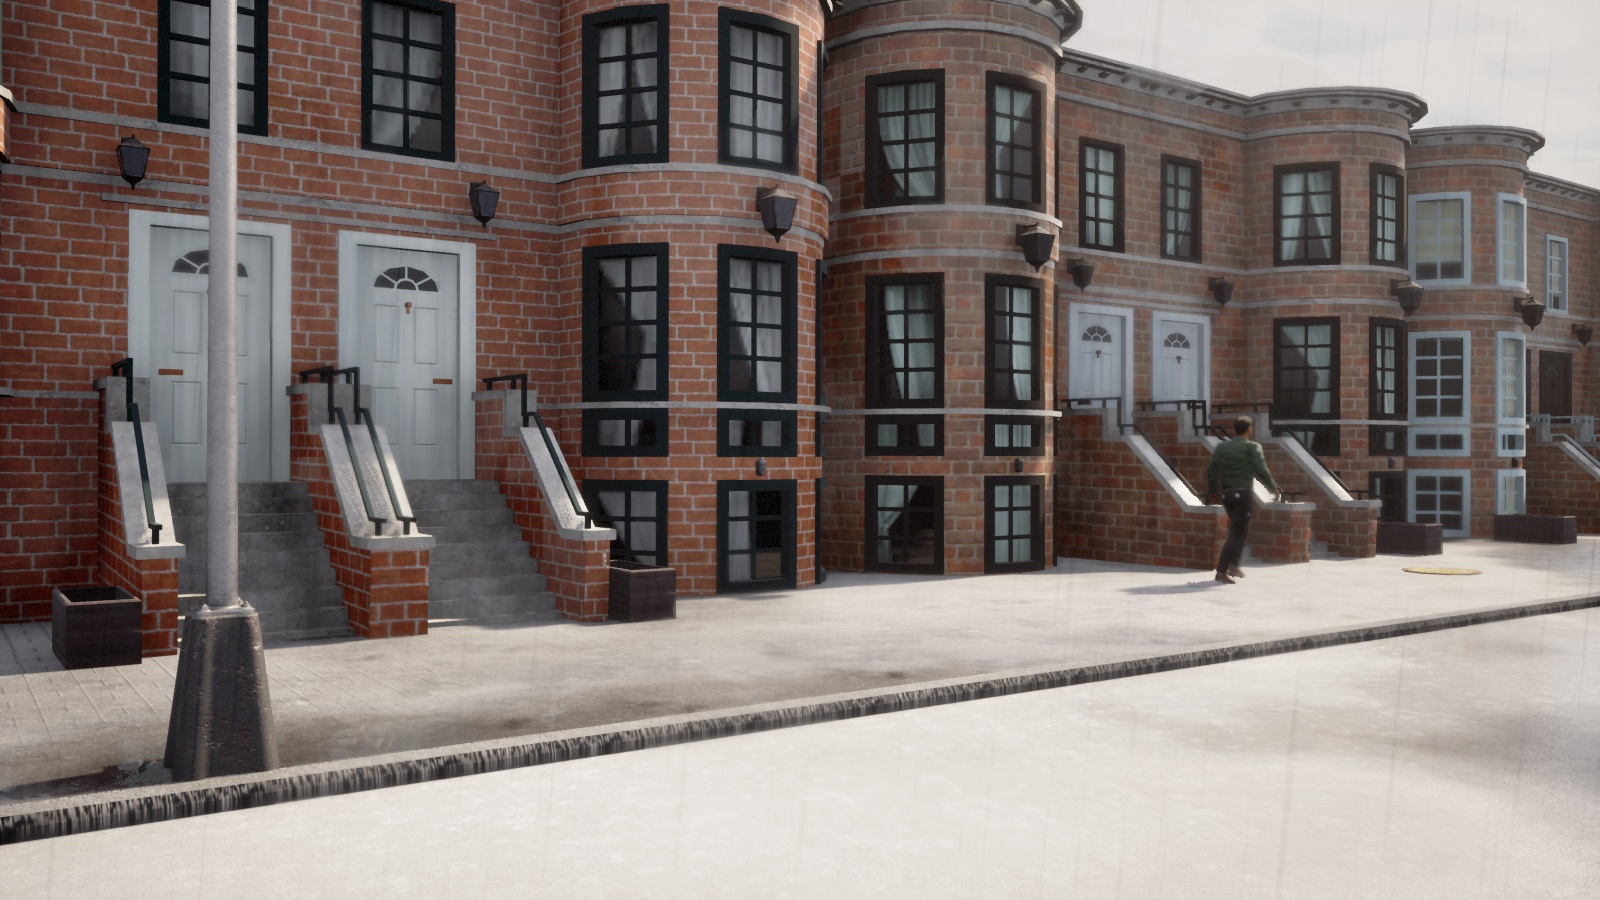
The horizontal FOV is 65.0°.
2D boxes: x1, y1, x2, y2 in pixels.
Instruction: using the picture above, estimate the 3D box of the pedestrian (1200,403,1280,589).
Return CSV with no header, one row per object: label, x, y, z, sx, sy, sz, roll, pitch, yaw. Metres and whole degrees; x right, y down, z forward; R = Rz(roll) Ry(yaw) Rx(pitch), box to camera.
pedestrian,4.747,0.478,13.550,0.788,1.949,0.423,0,0,-34
